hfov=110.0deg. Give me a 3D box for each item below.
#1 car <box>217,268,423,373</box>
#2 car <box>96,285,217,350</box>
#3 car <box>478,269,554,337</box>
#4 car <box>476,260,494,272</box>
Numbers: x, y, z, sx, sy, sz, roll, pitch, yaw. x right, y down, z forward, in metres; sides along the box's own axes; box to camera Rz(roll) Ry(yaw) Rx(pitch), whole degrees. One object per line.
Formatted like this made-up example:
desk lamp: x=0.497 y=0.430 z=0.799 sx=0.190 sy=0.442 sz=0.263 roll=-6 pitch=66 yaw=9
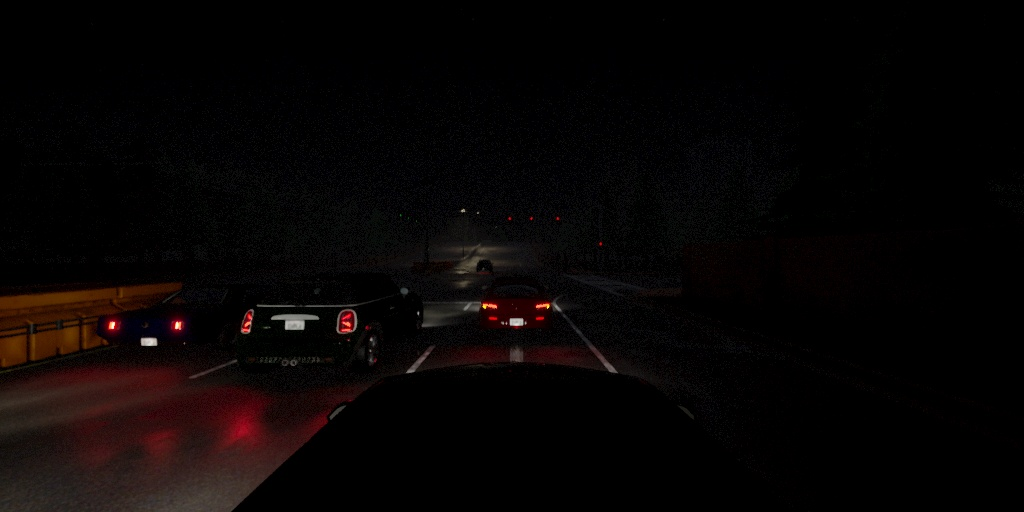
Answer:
car: x=-3.400 y=1.099 z=7.730 sx=2.097 sy=1.767 sz=4.553 roll=0 pitch=0 yaw=0
car: x=-6.902 y=1.348 z=9.044 sx=1.895 sy=1.301 sz=4.718 roll=0 pitch=0 yaw=0
car: x=0.097 y=1.272 z=10.120 sx=1.812 sy=1.442 sz=4.674 roll=0 pitch=0 yaw=0
car: x=-3.410 y=1.235 z=45.252 sx=1.837 sy=1.490 sz=4.892 roll=0 pitch=0 yaw=0
